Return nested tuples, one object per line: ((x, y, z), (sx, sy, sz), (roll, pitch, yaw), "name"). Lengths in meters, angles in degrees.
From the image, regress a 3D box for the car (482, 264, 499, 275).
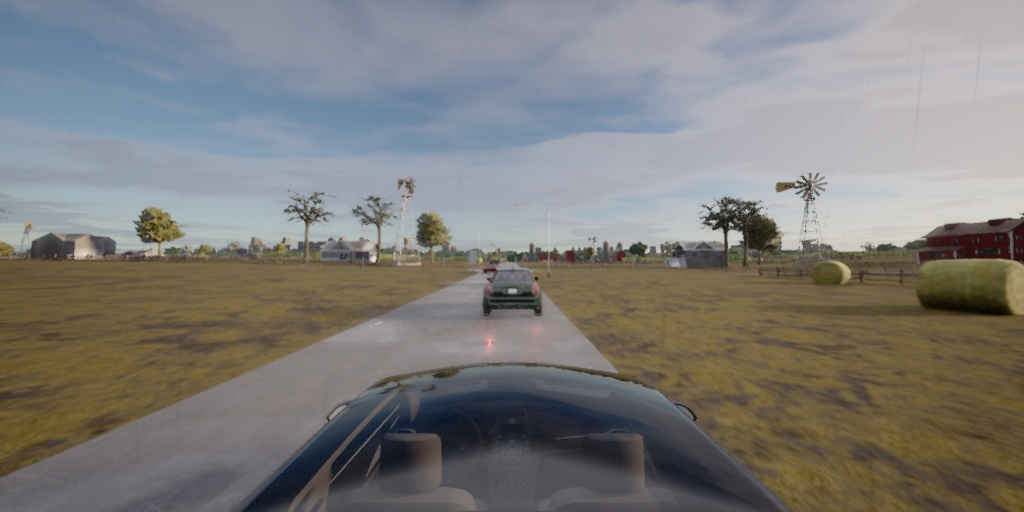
((-2.801, 1.741, 47.676), (1.895, 1.301, 4.718), (0, 0, 1), "car")

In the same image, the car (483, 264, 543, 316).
((0.044, 1.222, 14.228), (2.097, 1.767, 4.553), (0, -1, 1), "car")
